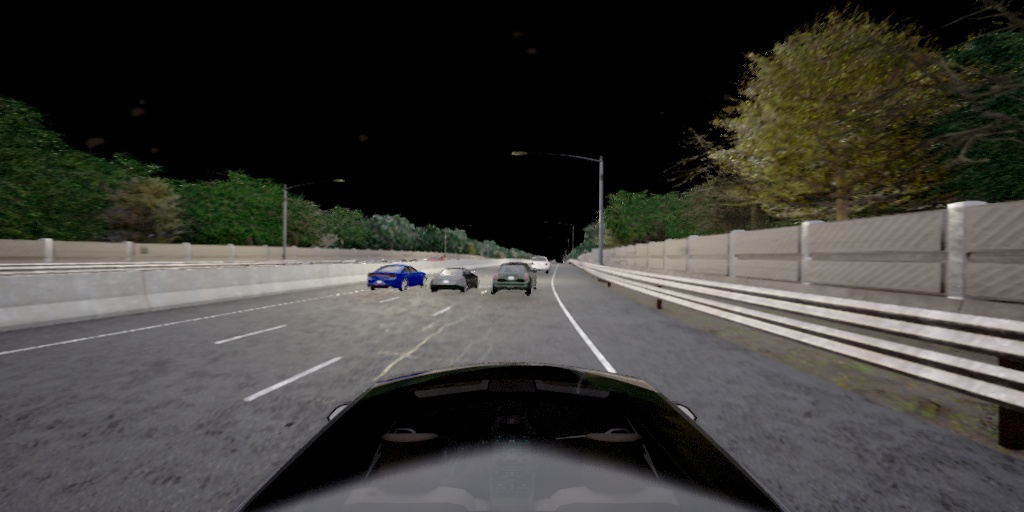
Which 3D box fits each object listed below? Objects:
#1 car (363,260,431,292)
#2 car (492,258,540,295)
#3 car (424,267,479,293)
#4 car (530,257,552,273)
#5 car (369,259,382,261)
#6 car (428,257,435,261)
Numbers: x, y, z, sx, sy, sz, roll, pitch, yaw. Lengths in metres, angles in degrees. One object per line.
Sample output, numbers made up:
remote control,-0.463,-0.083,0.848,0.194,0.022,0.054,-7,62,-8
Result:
car,-6.697,1.224,21.422,1.882,1.535,5.008,0,0,8
car,0.233,1.144,20.428,2.097,1.767,4.553,0,0,8
car,-3.229,1.332,20.936,1.994,1.385,4.181,0,0,8
car,3.641,1.092,45.469,2.150,2.045,5.566,0,0,8
car,-20.126,1.213,52.862,2.128,1.511,4.902,0,0,8
car,-13.185,1.291,51.985,1.812,1.442,4.674,0,0,8
